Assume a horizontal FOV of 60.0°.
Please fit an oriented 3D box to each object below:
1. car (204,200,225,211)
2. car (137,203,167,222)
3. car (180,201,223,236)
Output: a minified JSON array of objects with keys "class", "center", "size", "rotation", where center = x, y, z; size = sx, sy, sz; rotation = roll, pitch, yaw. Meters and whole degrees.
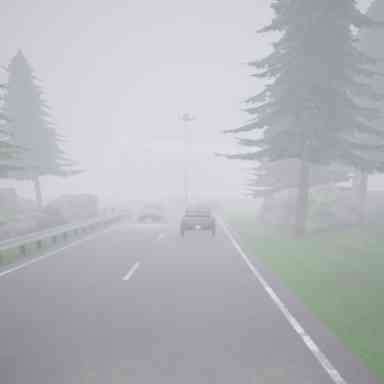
[{"class":"car","center":[2.138,1.570,37.553],"size":[2.033,1.411,5.357],"rotation":[0,0,23]},{"class":"car","center":[-3.056,1.631,26.838],"size":[2.033,1.411,5.357],"rotation":[0,0,1]},{"class":"car","center":[0.343,1.501,18.479],"size":[2.128,1.511,4.902],"rotation":[0,0,1]}]
